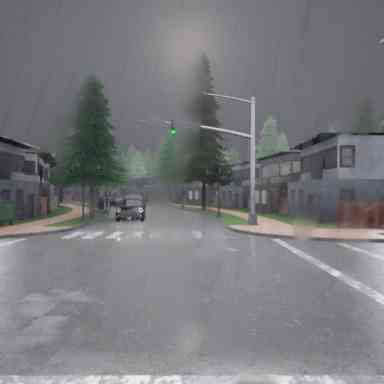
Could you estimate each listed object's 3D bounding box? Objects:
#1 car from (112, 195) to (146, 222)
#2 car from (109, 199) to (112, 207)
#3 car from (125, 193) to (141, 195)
[{"bbox_3d":[-4.721,1.318,26.121,2.097,1.767,4.553,0,0,-6],"label":"car"},{"bbox_3d":[-10.712,1.512,48.427,2.033,1.411,5.357,0,0,-26],"label":"car"},{"bbox_3d":[-6.443,1.187,36.671,2.150,2.045,5.566,0,0,-16],"label":"car"}]
